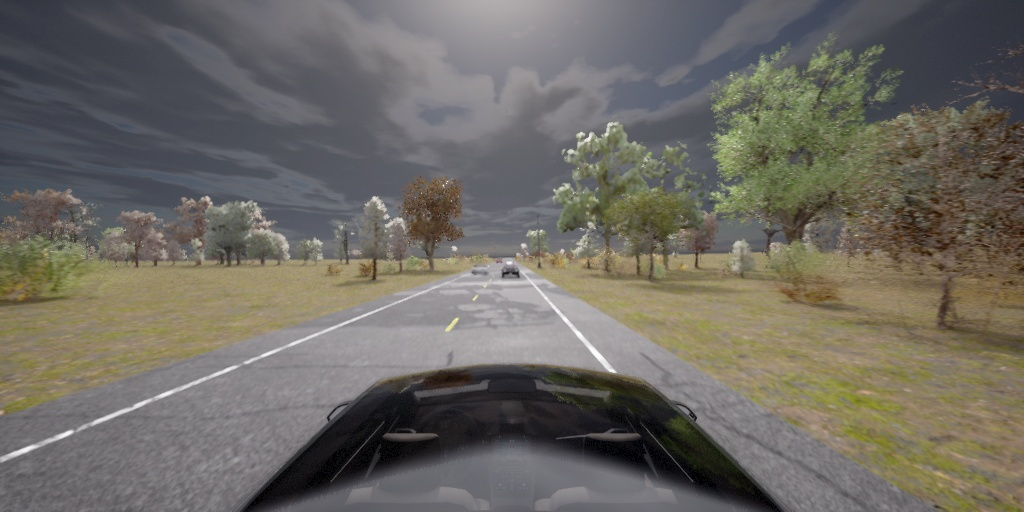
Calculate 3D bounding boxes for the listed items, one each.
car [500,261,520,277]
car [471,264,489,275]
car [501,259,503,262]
[{"bbox_3d":[-0.153,1.544,38.855,1.895,1.301,4.718,-1,0,0],"label":"car"},{"bbox_3d":[-3.857,1.630,43.345,1.895,1.301,4.718,-1,0,0],"label":"car"},{"bbox_3d":[-0.342,1.626,61.451,1.994,1.385,4.181,-1,0,0],"label":"car"}]
